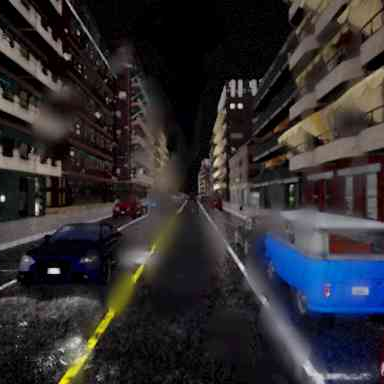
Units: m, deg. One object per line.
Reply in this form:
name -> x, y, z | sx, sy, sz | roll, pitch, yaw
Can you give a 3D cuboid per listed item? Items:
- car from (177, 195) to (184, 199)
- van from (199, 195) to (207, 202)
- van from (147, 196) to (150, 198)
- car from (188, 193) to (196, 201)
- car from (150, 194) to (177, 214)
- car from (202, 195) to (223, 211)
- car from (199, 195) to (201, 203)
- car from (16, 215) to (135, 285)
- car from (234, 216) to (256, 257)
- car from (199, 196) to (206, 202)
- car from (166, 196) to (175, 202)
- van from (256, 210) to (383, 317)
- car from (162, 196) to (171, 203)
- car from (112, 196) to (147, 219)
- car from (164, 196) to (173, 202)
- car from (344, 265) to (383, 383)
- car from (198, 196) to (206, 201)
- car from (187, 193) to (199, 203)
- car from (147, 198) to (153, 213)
car -> -2.989, 1.401, 78.780 | 1.812, 1.442, 4.674 | 0, 0, 0
van -> 2.709, 1.534, 80.784 | 1.690, 1.788, 3.998 | 0, 0, 0
van -> -5.675, 1.436, 46.812 | 1.690, 1.788, 3.998 | 0, 0, 0
car -> 0.013, 1.330, 89.659 | 2.150, 2.045, 5.566 | 0, 0, 0
car -> -3.084, 1.422, 36.886 | 2.097, 1.767, 4.553 | 0, 0, 0
car -> 2.704, 1.397, 41.149 | 2.192, 1.841, 5.009 | 0, 0, 0
car -> 2.706, 1.741, 75.121 | 1.947, 1.339, 4.313 | 0, 0, 0
car -> -3.061, 1.580, 9.401 | 1.994, 1.385, 4.181 | 0, 0, 1
car -> 2.699, 1.573, 12.839 | 2.008, 1.369, 4.403 | 0, 0, 0
car -> 2.708, 1.756, 86.446 | 1.887, 1.381, 4.507 | 0, 0, 0
car -> -5.672, 1.762, 86.446 | 2.008, 1.369, 4.403 | 0, 0, 0
van -> 2.700, 1.353, 7.177 | 1.690, 1.788, 3.998 | 0, 0, 0
car -> -5.674, 1.700, 74.951 | 1.752, 1.417, 4.829 | 0, 0, 0
car -> -5.677, 1.371, 29.826 | 2.192, 1.841, 5.009 | 0, 0, 0
car -> -5.673, 1.718, 80.614 | 1.752, 1.417, 4.829 | 0, 0, 0
car -> 2.698, 1.548, 1.514 | 1.887, 1.381, 4.507 | 0, 0, 0
car -> 2.709, 1.796, 92.107 | 1.947, 1.339, 4.313 | 0, 0, 0
car -> 0.010, 1.527, 72.076 | 1.837, 1.490, 4.892 | 0, 0, 0
car -> -5.678, 1.619, 35.487 | 2.008, 1.369, 4.403 | 0, 0, 0
